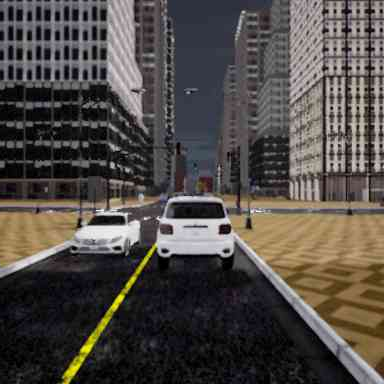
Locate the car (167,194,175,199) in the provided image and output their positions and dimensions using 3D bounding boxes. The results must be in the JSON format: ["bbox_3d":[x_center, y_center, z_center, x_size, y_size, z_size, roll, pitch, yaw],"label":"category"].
[{"bbox_3d":[-5.711,1.249,92.444,2.008,1.369,4.403,0,0,0],"label":"car"}]

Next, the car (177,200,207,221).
[{"bbox_3d":[-0.145,1.461,27.381,2.033,1.411,5.357,0,0,-5],"label":"car"}]

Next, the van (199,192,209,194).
[{"bbox_3d":[2.668,1.149,59.184,1.690,1.788,3.998,0,0,0],"label":"van"}]

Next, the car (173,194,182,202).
[{"bbox_3d":[-3.094,1.289,72.444,1.812,1.442,4.674,0,0,0],"label":"car"}]

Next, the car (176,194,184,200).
[{"bbox_3d":[-3.040,1.299,88.007,1.895,1.301,4.718,0,0,0],"label":"car"}]

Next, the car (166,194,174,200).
[{"bbox_3d":[-5.730,1.283,86.906,1.947,1.339,4.313,0,0,0],"label":"car"}]

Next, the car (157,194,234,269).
[{"bbox_3d":[0.095,1.177,11.212,2.150,2.045,5.566,0,-1,0],"label":"car"}]

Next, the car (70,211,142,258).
[{"bbox_3d":[-3.088,1.485,12.806,1.812,1.442,4.674,0,0,0],"label":"car"}]
